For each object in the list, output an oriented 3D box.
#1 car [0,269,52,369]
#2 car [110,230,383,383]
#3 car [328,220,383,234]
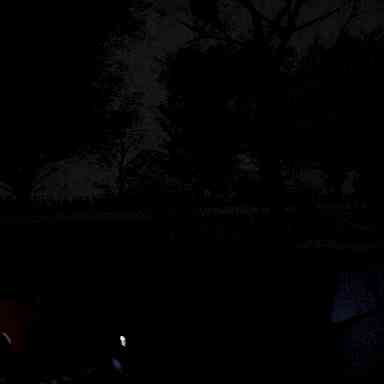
[{"bbox_3d":[-4.002,1.542,3.704,4.507,1.381,1.887,0,0,-35],"label":"car"},{"bbox_3d":[1.702,1.558,4.593,5.357,1.411,2.033,0,0,-35],"label":"car"},{"bbox_3d":[5.031,1.553,10.146,4.829,1.417,1.752,0,0,-35],"label":"car"}]
